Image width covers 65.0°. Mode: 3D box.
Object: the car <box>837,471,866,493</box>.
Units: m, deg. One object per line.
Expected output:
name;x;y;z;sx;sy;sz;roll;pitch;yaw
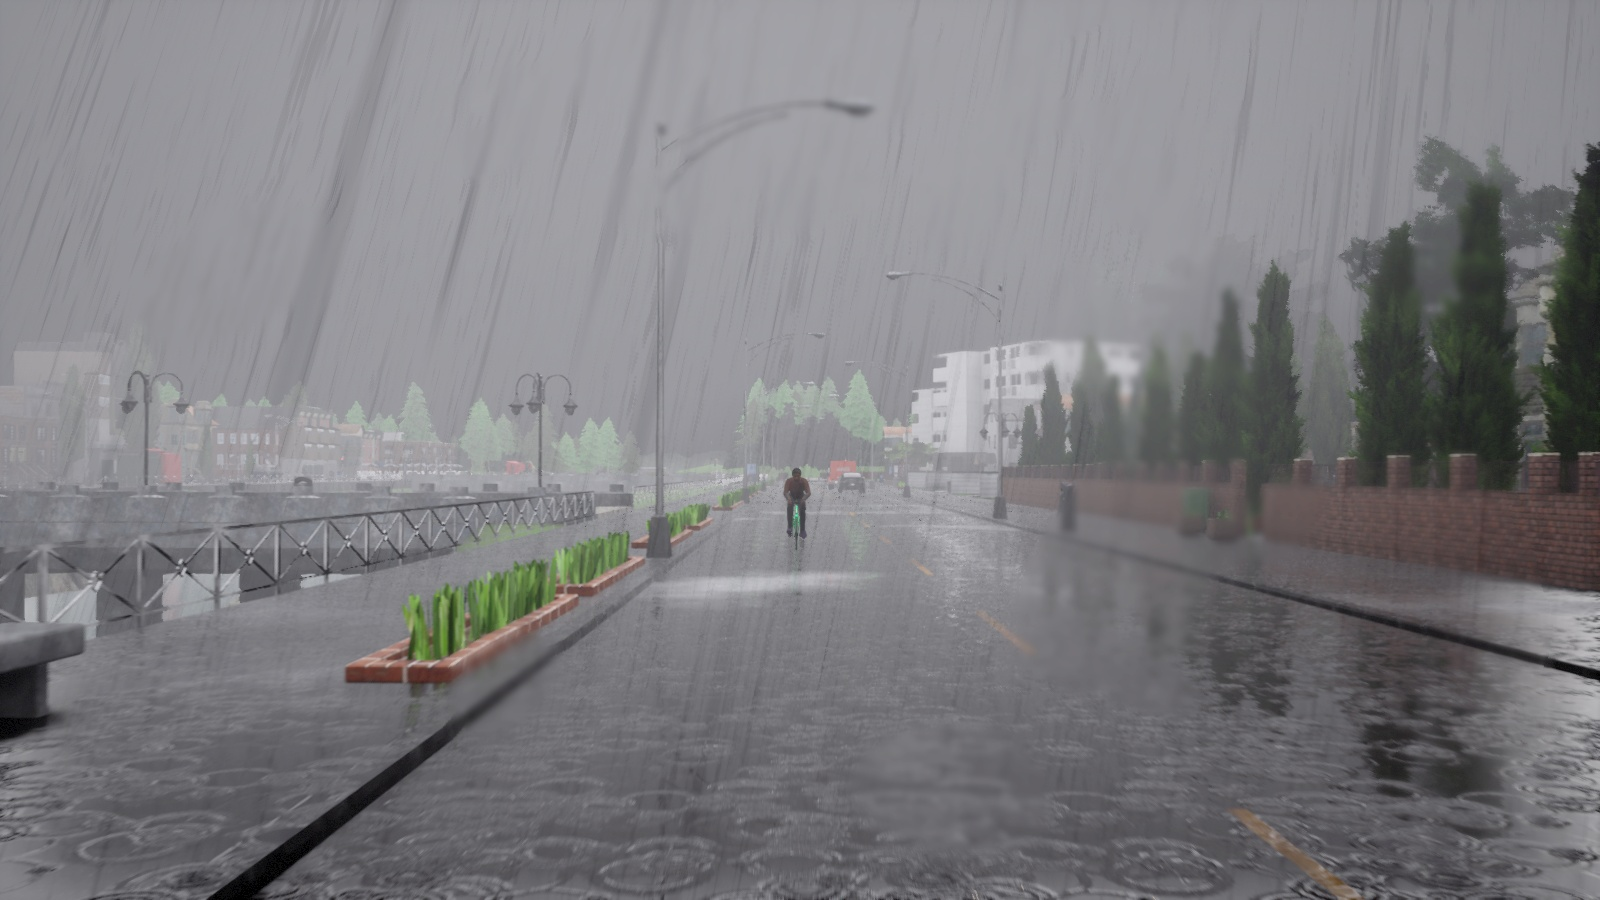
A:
car;3.782;2.330;92.746;1.882;1.535;5.008;0;-1;0

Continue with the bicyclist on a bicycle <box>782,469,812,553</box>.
bicyclist on a bicycle;-0.059;1.187;25.054;0.582;1.620;1.656;0;-1;0
